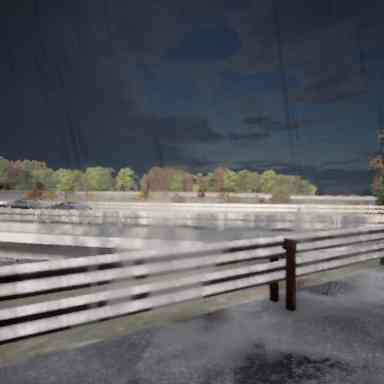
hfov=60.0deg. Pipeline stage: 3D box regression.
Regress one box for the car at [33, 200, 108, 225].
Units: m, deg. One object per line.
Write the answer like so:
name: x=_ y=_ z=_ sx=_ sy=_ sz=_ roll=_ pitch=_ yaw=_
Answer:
car: x=-8.264 y=1.492 z=23.281 sx=4.892 sy=1.490 sz=1.837 roll=0 pitch=1 yaw=16

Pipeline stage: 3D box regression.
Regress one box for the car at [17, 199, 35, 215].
car: x=-16.756 y=1.534 z=34.118 sx=4.892 sy=1.490 sz=1.837 roll=0 pitch=0 yaw=24

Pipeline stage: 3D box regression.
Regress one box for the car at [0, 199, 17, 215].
car: x=-19.780 y=1.219 z=31.614 sx=5.566 sy=2.045 sz=2.150 roll=0 pitch=0 yaw=25
